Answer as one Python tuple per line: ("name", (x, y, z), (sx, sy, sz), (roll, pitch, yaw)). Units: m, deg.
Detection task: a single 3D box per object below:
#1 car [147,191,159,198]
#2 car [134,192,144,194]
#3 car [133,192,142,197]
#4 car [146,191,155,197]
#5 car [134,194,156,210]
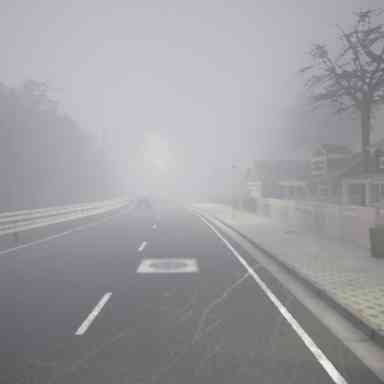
("car", (-9.291, 0.802, 83.118), (2.033, 1.411, 5.357), (0, 1, -13))
("car", (-12.915, 0.803, 83.230), (2.128, 1.511, 4.902), (-1, 1, -13))
("car", (-15.263, 0.655, 92.969), (1.812, 1.442, 4.674), (-1, 1, -14))
("car", (-11.729, 0.608, 93.287), (1.837, 1.490, 4.892), (-1, 1, -14))
("car", (-5.610, 1.290, 39.315), (1.837, 1.490, 4.892), (0, 0, -5))
